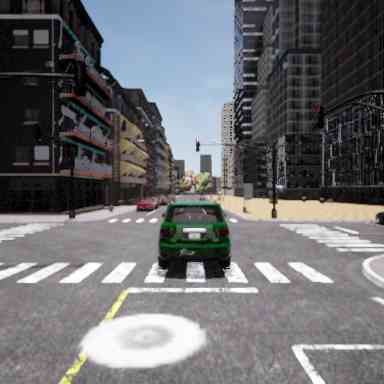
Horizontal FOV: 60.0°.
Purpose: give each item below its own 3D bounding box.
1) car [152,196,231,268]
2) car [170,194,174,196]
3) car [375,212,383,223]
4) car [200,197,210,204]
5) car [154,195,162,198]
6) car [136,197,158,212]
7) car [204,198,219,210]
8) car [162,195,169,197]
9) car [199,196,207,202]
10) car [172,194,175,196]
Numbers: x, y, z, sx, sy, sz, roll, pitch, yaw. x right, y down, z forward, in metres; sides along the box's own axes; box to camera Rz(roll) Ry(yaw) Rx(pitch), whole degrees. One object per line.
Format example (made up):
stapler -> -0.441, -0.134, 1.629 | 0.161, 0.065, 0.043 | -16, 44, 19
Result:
car -> 0.072, 1.304, 11.630 | 2.150, 2.045, 5.566 | 0, 0, 0
car -> -5.690, 1.735, 74.312 | 1.802, 1.307, 4.206 | -1, 0, 0
car -> 14.677, 1.512, 22.374 | 4.313, 1.339, 1.947 | 0, 1, 0
car -> 2.656, 1.691, 68.719 | 2.008, 1.369, 4.403 | -1, 0, 0
car -> -5.696, 1.529, 46.067 | 1.967, 1.590, 4.097 | -1, 0, 0
car -> -5.695, 1.622, 40.418 | 1.887, 1.381, 4.507 | -1, 0, 0
car -> 2.652, 1.634, 46.123 | 1.887, 1.381, 4.507 | -1, 0, 0
car -> -5.696, 1.429, 57.366 | 2.192, 1.841, 5.009 | -1, 0, 0
car -> 2.658, 1.711, 80.017 | 1.887, 1.381, 4.507 | -1, 0, 0
car -> -5.692, 1.508, 91.259 | 2.192, 1.841, 5.009 | -1, 0, 0
